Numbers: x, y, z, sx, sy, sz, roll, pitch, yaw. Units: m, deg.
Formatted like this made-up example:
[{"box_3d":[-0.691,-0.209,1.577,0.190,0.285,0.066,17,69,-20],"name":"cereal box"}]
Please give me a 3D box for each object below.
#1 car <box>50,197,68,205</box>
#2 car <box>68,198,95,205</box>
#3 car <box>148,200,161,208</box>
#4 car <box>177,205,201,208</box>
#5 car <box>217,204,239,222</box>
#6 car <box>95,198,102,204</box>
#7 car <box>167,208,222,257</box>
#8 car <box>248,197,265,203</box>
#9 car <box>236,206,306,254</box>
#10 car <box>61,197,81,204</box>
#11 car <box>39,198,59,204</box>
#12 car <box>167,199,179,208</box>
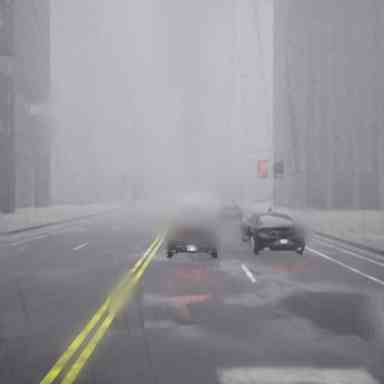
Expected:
[{"box_3d":[-30.160,2.071,74.350,5.009,1.841,2.192,0,1,0],"name":"car"},{"box_3d":[-24.733,2.303,74.356,4.313,1.339,1.947,0,1,0],"name":"car"},{"box_3d":[-6.562,2.050,58.554,1.994,1.385,4.181,0,0,0],"name":"car"},{"box_3d":[0.018,1.854,28.233,1.895,1.301,4.718,0,0,1],"name":"car"},{"box_3d":[3.272,1.748,28.502,2.128,1.511,4.902,0,0,1],"name":"car"},{"box_3d":[-24.737,2.117,82.880,4.097,1.590,1.967,0,1,0],"name":"car"},{"box_3d":[0.023,1.633,13.493,1.837,1.490,4.892,0,0,1],"name":"car"},{"box_3d":[16.675,2.032,86.011,4.097,1.590,1.967,0,0,0],"name":"car"},{"box_3d":[3.280,1.609,14.246,1.882,1.535,5.008,0,0,1],"name":"car"},{"box_3d":[-30.162,2.136,82.876,4.097,1.590,1.967,0,1,0],"name":"car"},{"box_3d":[-35.586,2.297,82.874,4.206,1.307,1.802,0,1,0],"name":"car"},{"box_3d":[-3.315,1.960,58.130,1.882,1.535,5.008,0,-1,1],"name":"car"}]
